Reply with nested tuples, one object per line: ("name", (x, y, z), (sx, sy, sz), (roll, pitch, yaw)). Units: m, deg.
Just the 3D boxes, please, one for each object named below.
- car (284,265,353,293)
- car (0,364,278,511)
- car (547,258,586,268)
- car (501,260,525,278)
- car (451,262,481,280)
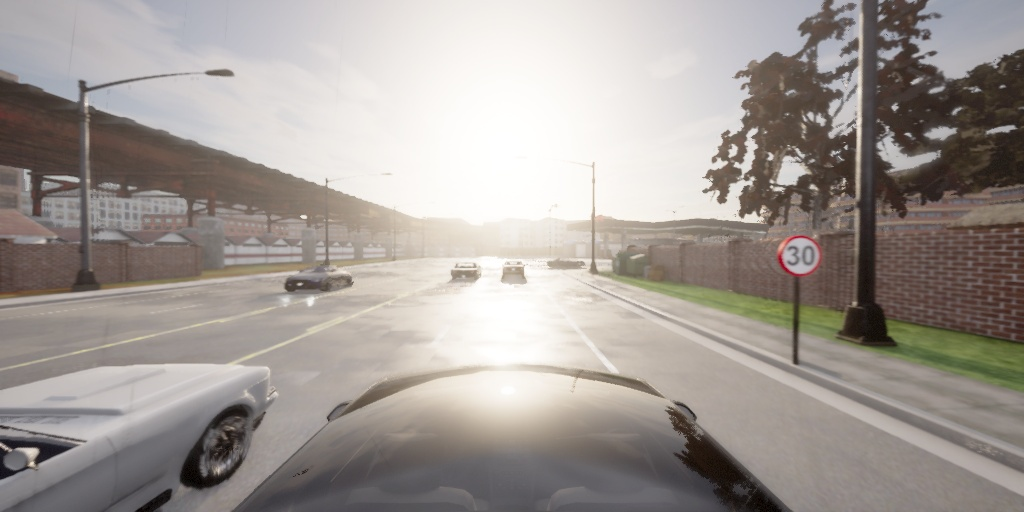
("car", (-10.514, 1.187, 19.761), (1.994, 1.385, 4.181), (0, 1, 0))
("car", (-3.399, 1.350, 1.628), (1.895, 1.301, 4.718), (0, 0, 0))
("car", (6.647, 0.838, 44.168), (4.718, 1.301, 1.895), (0, 1, 1))
("car", (0.101, 1.019, 29.559), (2.033, 1.411, 5.357), (0, 1, 0))
("car", (-3.399, 1.106, 27.444), (1.895, 1.301, 4.718), (0, 1, 0))
